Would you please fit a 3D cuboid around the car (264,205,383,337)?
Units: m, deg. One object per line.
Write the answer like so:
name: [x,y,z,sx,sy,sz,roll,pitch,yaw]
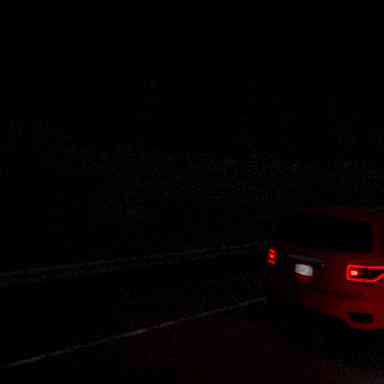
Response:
car: [3.842,1.287,6.587,5.566,2.045,2.150,1,0,-36]
